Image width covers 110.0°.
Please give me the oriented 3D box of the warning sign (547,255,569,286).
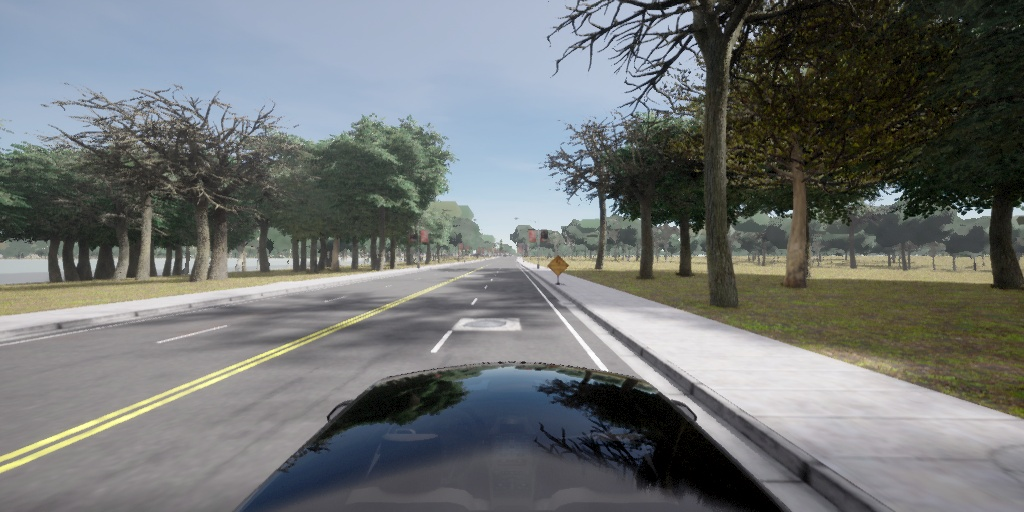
[{"bbox_3d":[2.811,0.870,21.826,1.300,1.860,1.060,0,0,0],"label":"warning sign"}]
